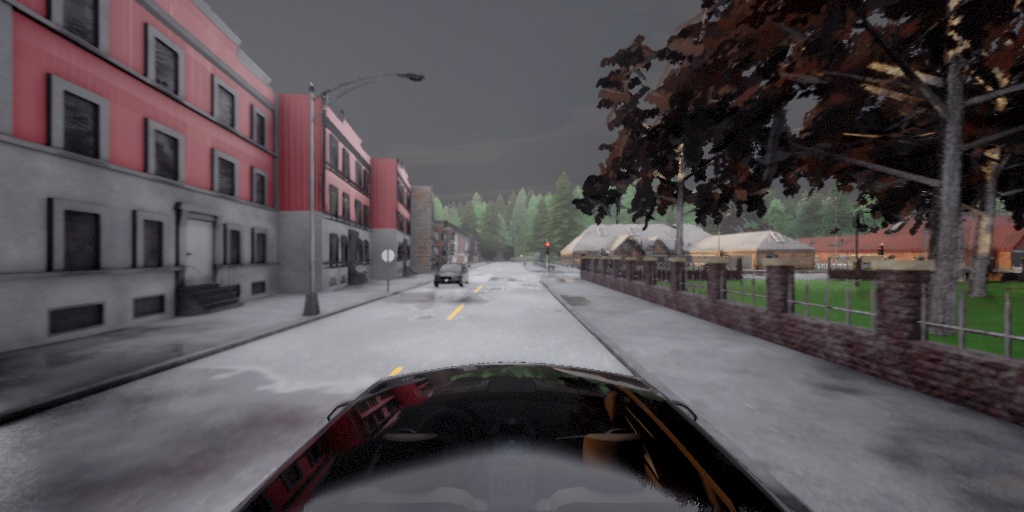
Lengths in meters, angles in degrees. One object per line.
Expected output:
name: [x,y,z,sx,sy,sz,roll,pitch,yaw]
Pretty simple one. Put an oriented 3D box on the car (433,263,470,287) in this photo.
car: [-3.998,1.249,24.294,1.837,1.490,4.892,0,0,0]
